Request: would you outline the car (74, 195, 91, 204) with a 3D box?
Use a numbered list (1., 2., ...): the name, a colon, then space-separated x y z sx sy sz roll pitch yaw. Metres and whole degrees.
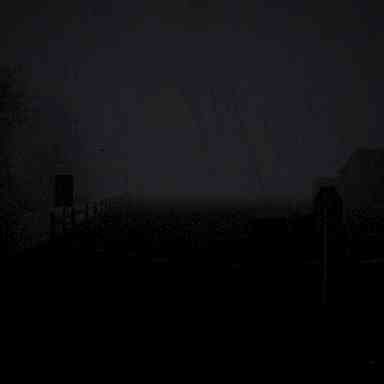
1. car: -16.534 1.108 50.390 1.994 1.385 4.181 0 1 -9
